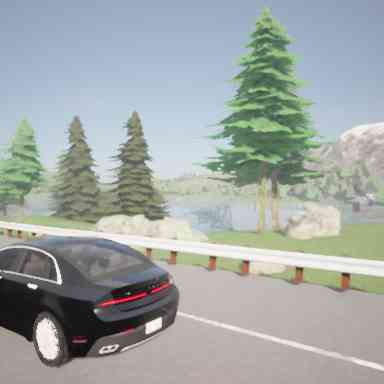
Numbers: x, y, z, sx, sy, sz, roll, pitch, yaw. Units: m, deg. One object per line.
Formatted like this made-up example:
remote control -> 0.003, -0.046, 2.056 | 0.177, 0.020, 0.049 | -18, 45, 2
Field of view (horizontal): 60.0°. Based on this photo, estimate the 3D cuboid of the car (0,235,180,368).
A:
car -> -2.455, 1.538, 5.858 | 4.892, 1.490, 1.837 | 0, 0, 36
